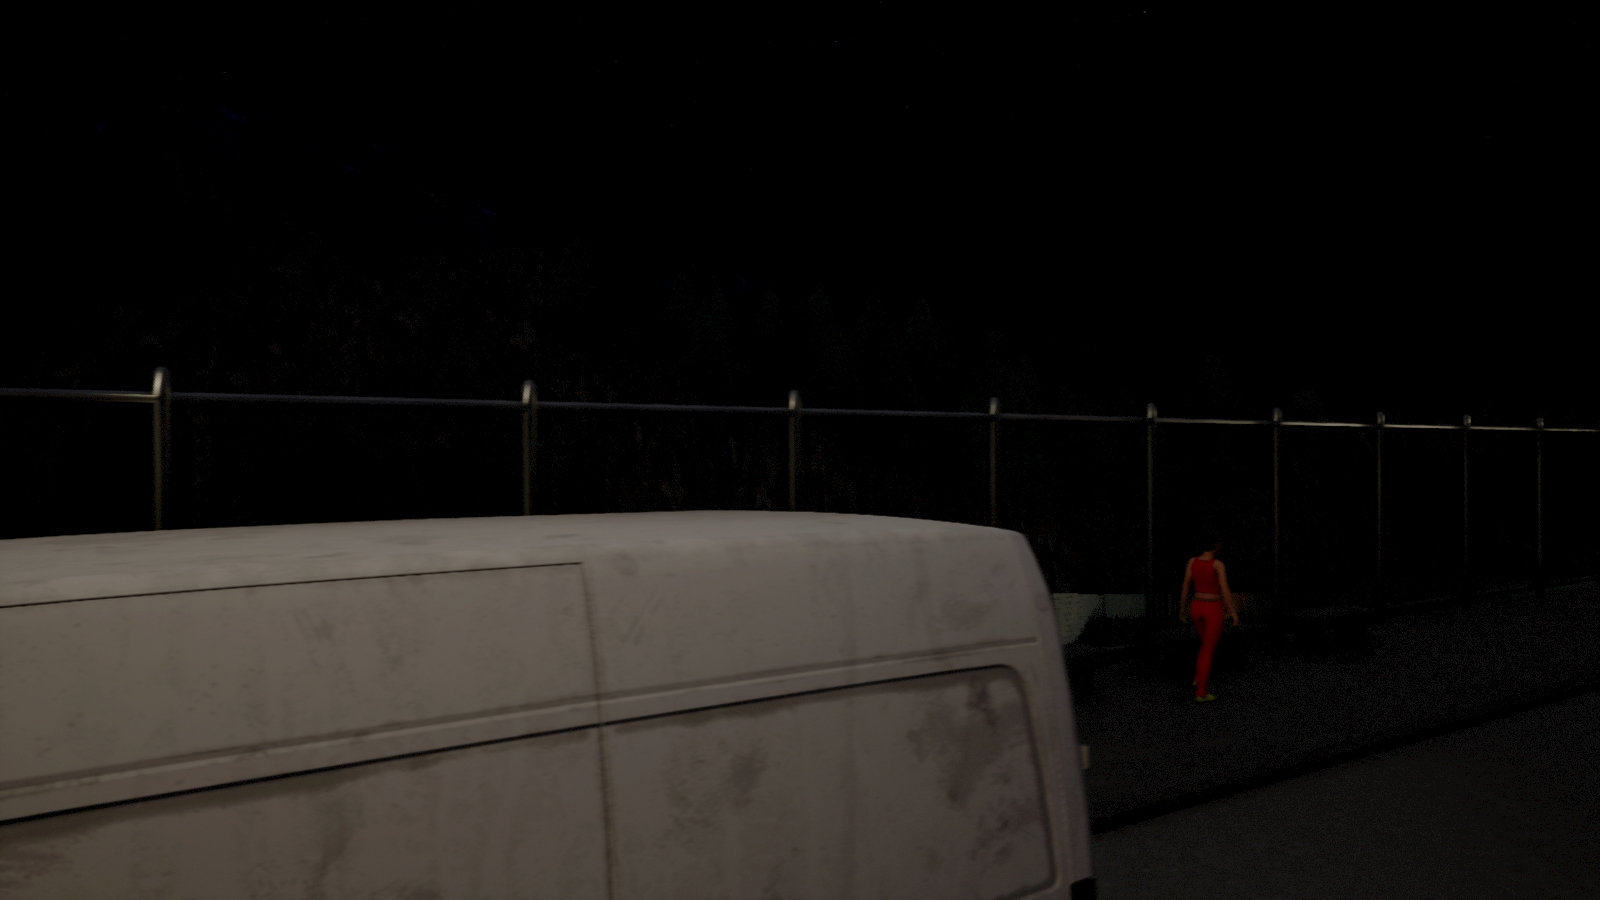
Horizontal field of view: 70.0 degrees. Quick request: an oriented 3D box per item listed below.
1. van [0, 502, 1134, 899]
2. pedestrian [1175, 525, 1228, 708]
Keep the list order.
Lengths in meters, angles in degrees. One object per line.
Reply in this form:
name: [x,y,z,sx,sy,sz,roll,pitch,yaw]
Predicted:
van: [-1.822,1.535,3.115,5.915,2.561,1.988,0,0,-35]
pedestrian: [4.251,1.744,12.102,0.375,1.860,0.375,0,0,-35]
